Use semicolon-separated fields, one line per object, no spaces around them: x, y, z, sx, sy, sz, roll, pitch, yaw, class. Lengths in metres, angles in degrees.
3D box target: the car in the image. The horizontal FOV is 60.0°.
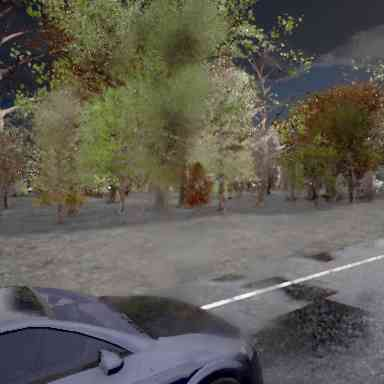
-1.377;1.554;2.764;4.181;1.385;1.994;-2;1;-35;car
